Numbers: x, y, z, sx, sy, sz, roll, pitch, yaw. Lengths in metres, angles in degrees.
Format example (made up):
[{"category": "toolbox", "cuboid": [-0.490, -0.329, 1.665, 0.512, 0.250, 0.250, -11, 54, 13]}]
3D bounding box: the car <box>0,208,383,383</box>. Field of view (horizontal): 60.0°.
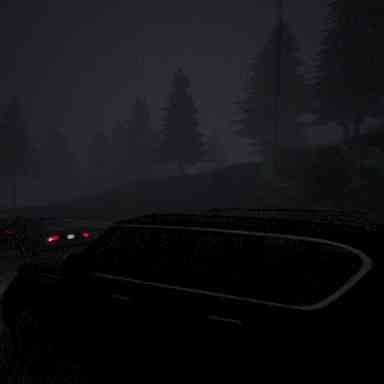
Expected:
[{"category": "car", "cuboid": [0.003, 1.223, 3.989, 5.566, 2.045, 2.150, 0, 0, 35]}]
